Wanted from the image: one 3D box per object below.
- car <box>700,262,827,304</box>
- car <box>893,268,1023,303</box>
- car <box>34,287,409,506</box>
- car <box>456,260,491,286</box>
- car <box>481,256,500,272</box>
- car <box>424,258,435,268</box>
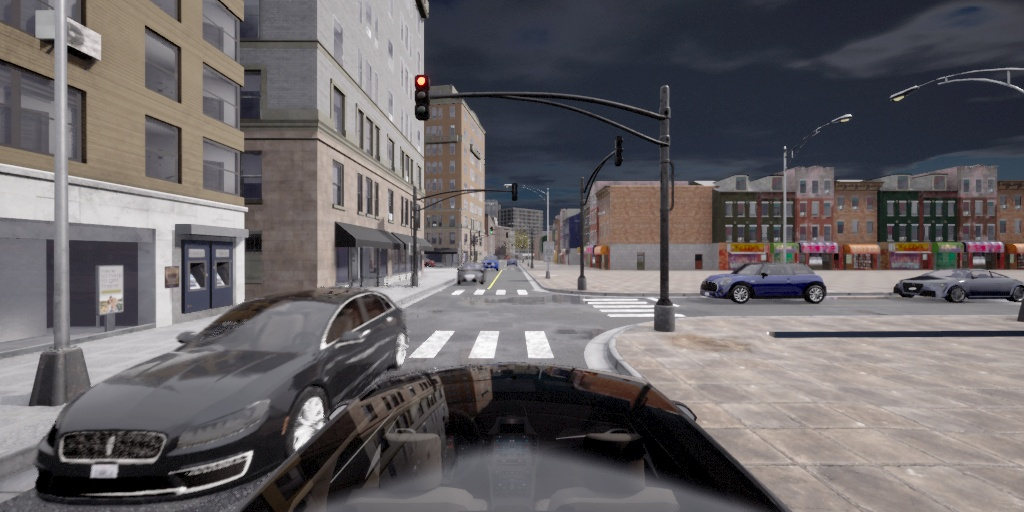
[{"bbox_3d":[10.741,1.053,15.590,4.553,1.767,2.097,0,0,1],"label":"car"},{"bbox_3d":[19.420,1.233,15.617,4.181,1.385,1.994,0,0,0],"label":"car"},{"bbox_3d":[-2.854,1.254,4.934,1.837,1.490,4.892,0,0,0],"label":"car"},{"bbox_3d":[-2.826,1.243,25.677,2.128,1.511,4.902,0,0,-1],"label":"car"},{"bbox_3d":[-2.851,0.983,47.999,2.150,2.045,5.566,0,0,1],"label":"car"},{"bbox_3d":[-16.017,1.192,63.153,4.553,1.767,2.097,0,0,9],"label":"car"}]
